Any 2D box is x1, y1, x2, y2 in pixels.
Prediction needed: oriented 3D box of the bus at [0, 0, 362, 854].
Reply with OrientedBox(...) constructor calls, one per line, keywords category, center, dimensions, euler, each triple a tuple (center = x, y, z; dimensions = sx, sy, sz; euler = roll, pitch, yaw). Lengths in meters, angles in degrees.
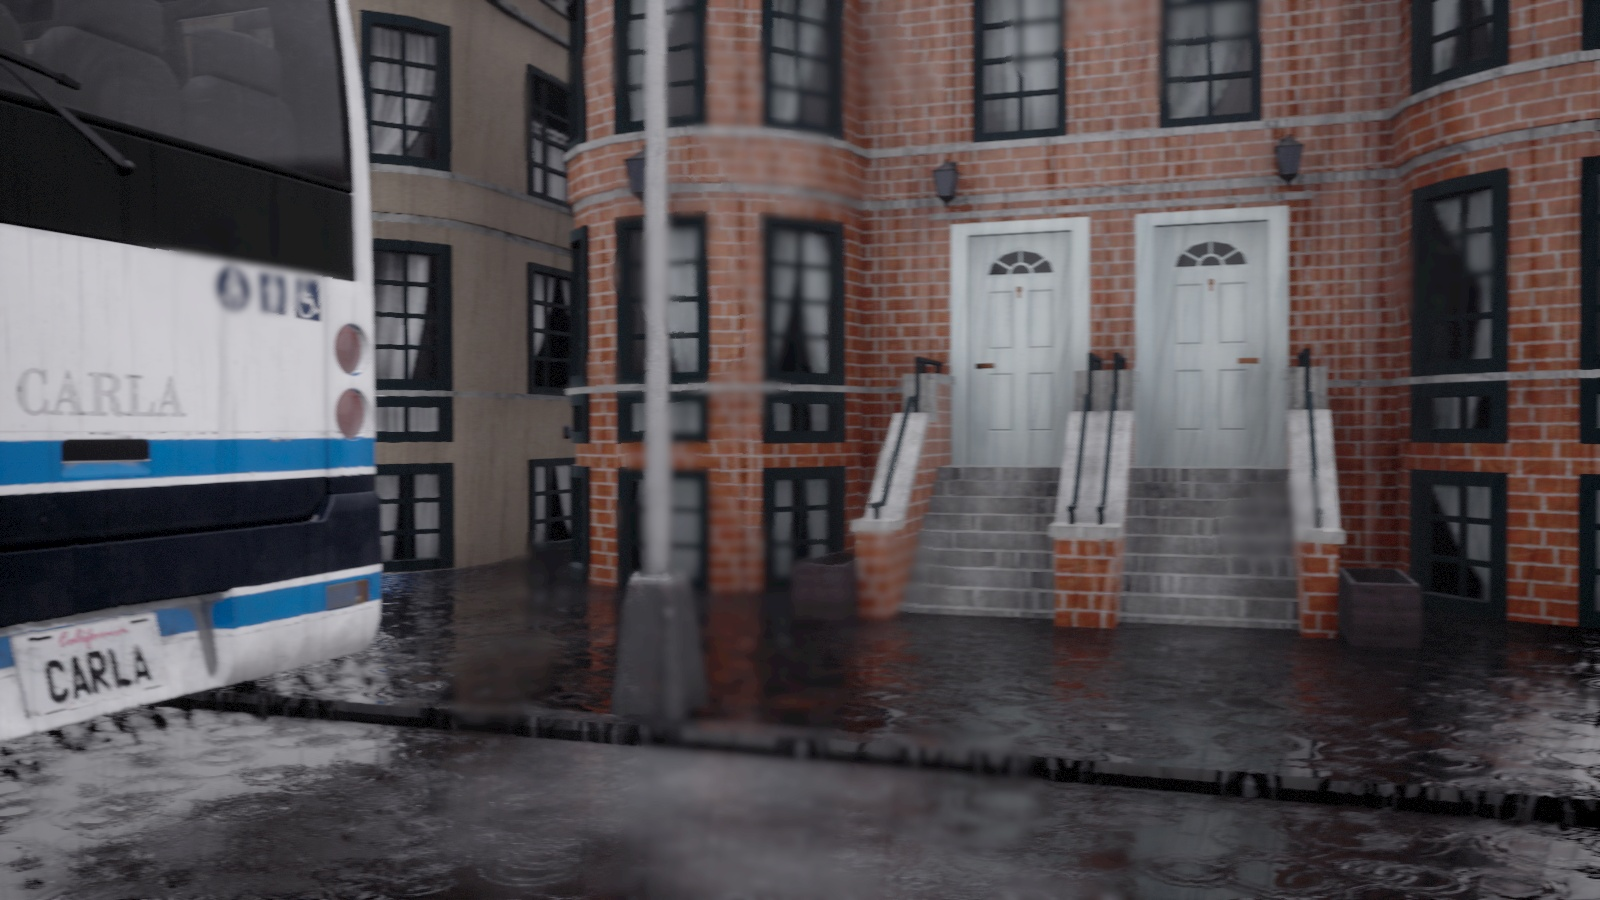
OrientedBox(category="bus", center=(-7.785, -0.681, 6.321), dimensions=(10.273, 4.253, 3.944), euler=(1, 1, 19))
